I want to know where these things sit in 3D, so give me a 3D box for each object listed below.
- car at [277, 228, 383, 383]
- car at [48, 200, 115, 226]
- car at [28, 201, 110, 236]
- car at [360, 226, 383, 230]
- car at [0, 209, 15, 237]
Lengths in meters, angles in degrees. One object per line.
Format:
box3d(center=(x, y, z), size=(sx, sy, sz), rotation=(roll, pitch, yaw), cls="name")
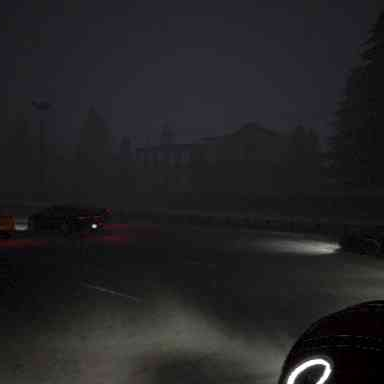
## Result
box3d(center=(2.824, 1.365, 1.978), size=(4.553, 1.767, 2.097), rotation=(1, 0, 36), cls="car")
box3d(center=(-7.429, 1.333, 22.171), size=(4.674, 1.442, 1.812), rotation=(1, 0, 35), cls="car")
box3d(center=(-6.637, 1.347, 17.324), size=(4.892, 1.490, 1.837), rotation=(1, 0, 35), cls="car")
box3d(center=(7.990, 1.549, 11.191), size=(5.357, 1.411, 2.033), rotation=(1, 0, 35), cls="car")
box3d(center=(-10.288, 1.299, 15.628), size=(5.008, 1.535, 1.882), rotation=(1, 0, 35), cls="car")
